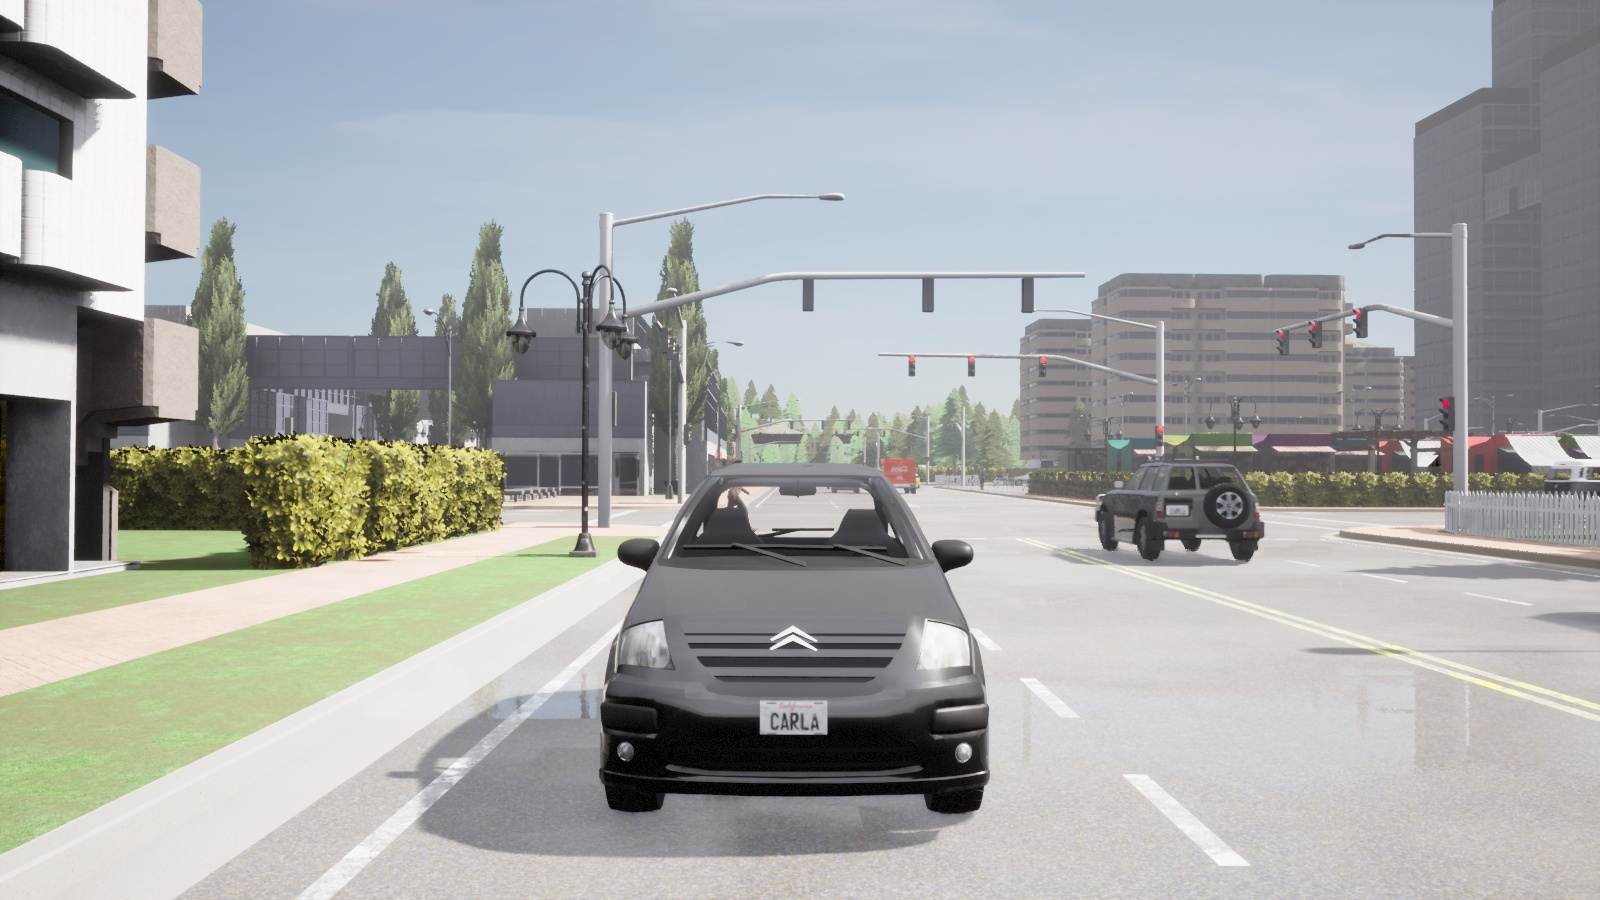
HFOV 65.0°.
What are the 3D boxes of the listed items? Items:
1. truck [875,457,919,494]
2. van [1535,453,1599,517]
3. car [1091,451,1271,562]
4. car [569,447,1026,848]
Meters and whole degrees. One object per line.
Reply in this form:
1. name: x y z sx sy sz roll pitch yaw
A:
1. truck: 6.807 1.789 88.824 2.627 2.467 5.204 0 -1 -1
2. van: 26.666 1.113 40.683 4.480 2.038 2.069 0 -1 -2
3. car: 6.946 0.995 23.443 1.932 1.855 4.605 0 -1 0
4. car: -0.017 0.832 7.098 1.851 1.617 3.988 0 -1 0
